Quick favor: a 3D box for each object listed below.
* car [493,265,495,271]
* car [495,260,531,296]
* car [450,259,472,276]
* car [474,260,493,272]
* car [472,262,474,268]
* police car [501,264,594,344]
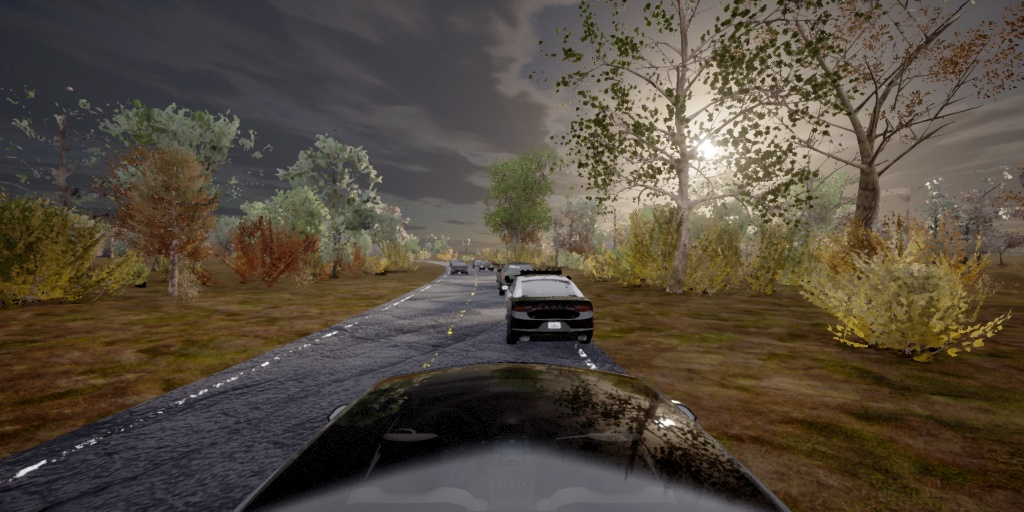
[{"bbox_3d":[-0.155,1.254,25.697,1.837,1.490,4.892,0,0,-5],"label":"car"},{"bbox_3d":[0.292,1.100,19.637,2.097,1.767,4.553,0,0,-4],"label":"car"},{"bbox_3d":[-5.473,1.296,37.728,2.033,1.411,5.357,0,0,-7],"label":"car"},{"bbox_3d":[-3.495,1.347,46.602,1.895,1.301,4.718,0,0,-9],"label":"car"},{"bbox_3d":[-5.592,1.292,58.841,2.033,1.411,5.357,0,0,-11],"label":"car"},{"bbox_3d":[0.765,1.175,9.708,1.930,1.638,5.238,0,0,-2],"label":"police car"}]
